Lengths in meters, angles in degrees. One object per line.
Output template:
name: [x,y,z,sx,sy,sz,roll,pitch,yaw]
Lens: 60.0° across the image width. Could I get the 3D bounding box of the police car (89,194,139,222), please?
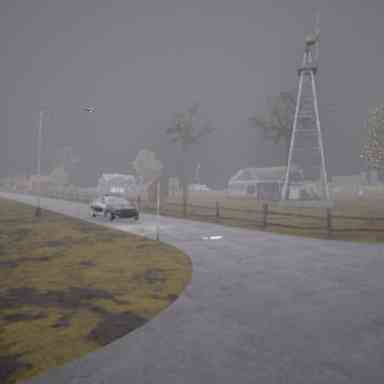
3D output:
police car: [-5.097,0.953,21.628,1.930,1.638,5.238,2,0,-35]
